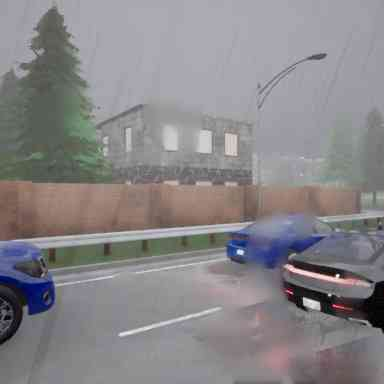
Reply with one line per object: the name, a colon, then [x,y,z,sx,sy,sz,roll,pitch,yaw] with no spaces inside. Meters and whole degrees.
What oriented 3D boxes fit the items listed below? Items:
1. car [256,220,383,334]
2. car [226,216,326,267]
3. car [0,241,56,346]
car: [3.795,1.491,6.473,4.902,1.511,2.128,0,0,-35]
car: [3.324,1.478,10.436,5.008,1.535,1.882,0,0,-36]
car: [-4.906,1.221,4.540,5.566,2.045,2.150,0,0,-35]
